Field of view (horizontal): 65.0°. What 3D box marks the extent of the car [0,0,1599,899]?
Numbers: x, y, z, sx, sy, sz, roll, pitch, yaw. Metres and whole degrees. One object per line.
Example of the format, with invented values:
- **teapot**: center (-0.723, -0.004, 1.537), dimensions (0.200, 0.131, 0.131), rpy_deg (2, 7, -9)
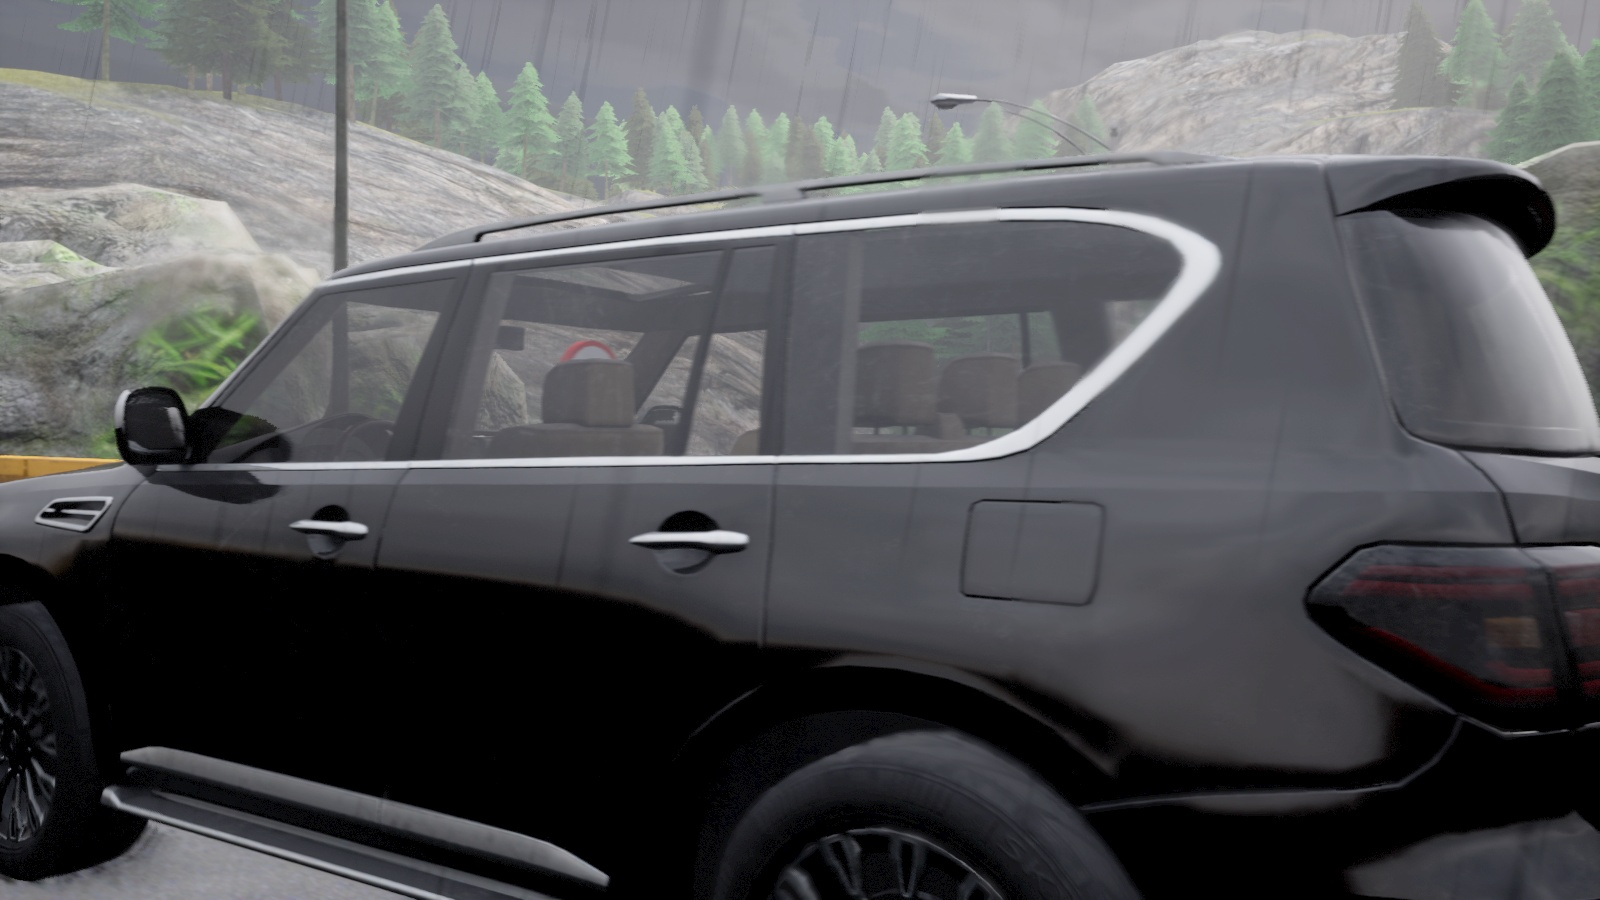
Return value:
- **car**: center (-0.496, 0.403, 3.947), dimensions (5.566, 2.045, 2.150), rpy_deg (0, 1, 34)
